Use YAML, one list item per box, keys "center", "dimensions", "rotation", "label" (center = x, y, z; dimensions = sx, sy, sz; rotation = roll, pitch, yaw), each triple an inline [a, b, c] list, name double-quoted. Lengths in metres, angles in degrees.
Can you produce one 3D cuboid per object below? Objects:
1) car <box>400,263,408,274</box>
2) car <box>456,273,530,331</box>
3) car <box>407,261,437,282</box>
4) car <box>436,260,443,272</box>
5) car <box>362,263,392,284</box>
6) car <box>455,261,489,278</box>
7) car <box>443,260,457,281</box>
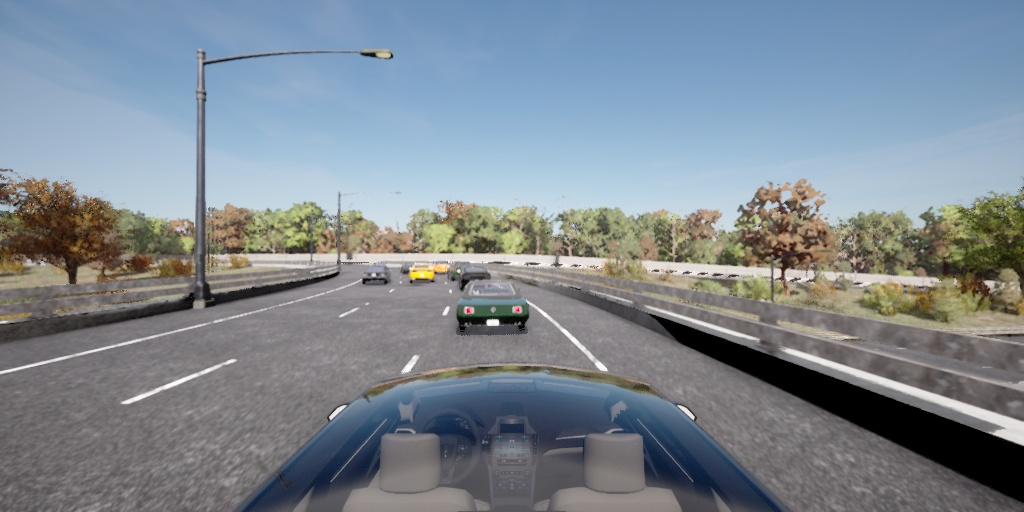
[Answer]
- center: [-12.874, 1.542, 44.982]
  dimensions: [1.994, 1.385, 4.181]
  rotation: [0, 0, -23]
  label: "car"
- center: [-0.671, 1.399, 11.217]
  dimensions: [1.895, 1.301, 4.718]
  rotation: [0, 0, -5]
  label: "car"
- center: [-7.738, 1.379, 30.671]
  dimensions: [1.882, 1.535, 5.008]
  rotation: [0, 0, -15]
  label: "car"
- center: [-9.027, 1.325, 44.828]
  dimensions: [2.097, 1.767, 4.553]
  rotation: [0, 0, -22]
  label: "car"
- center: [-10.750, 1.443, 28.637]
  dimensions: [2.033, 1.411, 5.357]
  rotation: [0, 0, -15]
  label: "car"
- center: [-2.555, 1.339, 23.660]
  dimensions: [1.882, 1.535, 5.008]
  rotation: [0, 0, -11]
  label: "car"
- center: [-4.802, 1.262, 33.043]
  dimensions: [2.097, 1.767, 4.553]
  rotation: [0, 0, -16]
  label: "car"
